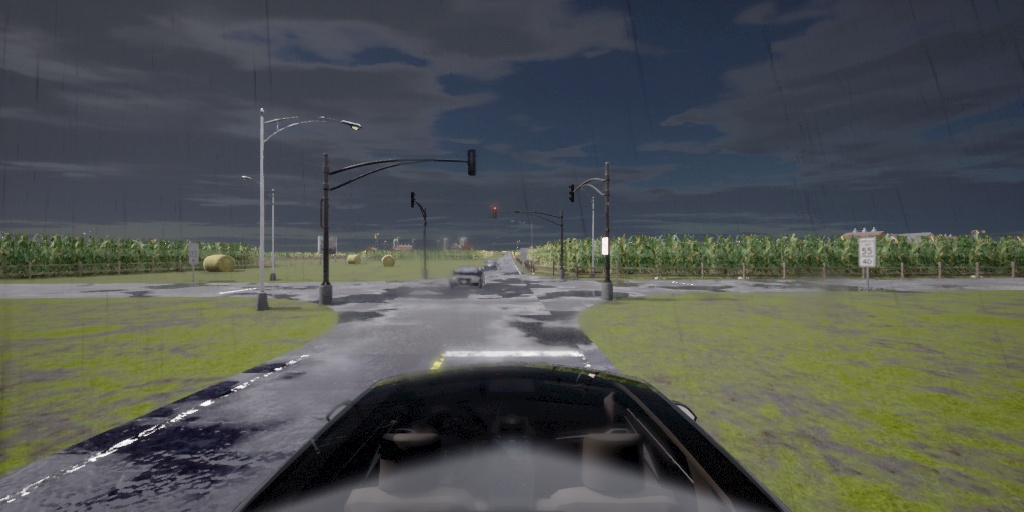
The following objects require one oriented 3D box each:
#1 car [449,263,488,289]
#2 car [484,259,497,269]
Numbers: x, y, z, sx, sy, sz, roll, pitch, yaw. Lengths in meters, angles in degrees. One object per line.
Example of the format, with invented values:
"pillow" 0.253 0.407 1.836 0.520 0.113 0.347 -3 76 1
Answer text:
"car" -2.793 1.327 22.858 1.994 1.385 4.181 0 0 -1
"car" -3.347 1.234 55.981 2.128 1.511 4.902 0 1 -1
